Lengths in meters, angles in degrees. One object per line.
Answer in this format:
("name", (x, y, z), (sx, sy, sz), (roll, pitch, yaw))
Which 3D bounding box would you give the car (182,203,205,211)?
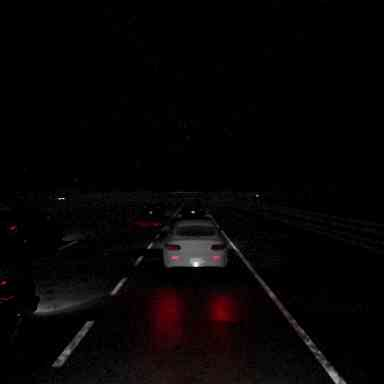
("car", (0.094, 1.618, 29.148), (1.994, 1.385, 4.181), (0, 0, 0))

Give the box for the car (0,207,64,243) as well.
("car", (-6.903, 1.374, 13.386), (2.097, 1.767, 4.553), (0, 0, 0))

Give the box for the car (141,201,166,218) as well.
("car", (-3.506, 1.549, 30.851), (2.128, 1.511, 4.902), (0, 0, 0))

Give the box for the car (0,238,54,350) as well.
("car", (-3.501, 1.549, 3.184), (2.033, 1.411, 5.357), (0, 0, 0))

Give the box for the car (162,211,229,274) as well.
("car", (0.098, 1.541, 10.538), (1.812, 1.442, 4.674), (0, 0, 0))
